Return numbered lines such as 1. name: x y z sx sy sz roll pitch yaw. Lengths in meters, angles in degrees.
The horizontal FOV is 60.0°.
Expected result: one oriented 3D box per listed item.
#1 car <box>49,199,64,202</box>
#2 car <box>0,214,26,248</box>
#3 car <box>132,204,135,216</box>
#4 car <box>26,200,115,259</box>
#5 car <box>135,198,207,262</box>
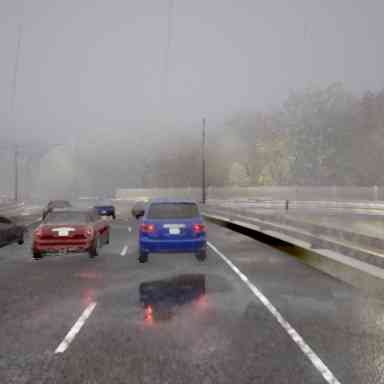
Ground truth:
1. car: -10.955 1.399 27.713 2.097 1.767 4.553 0 0 -15
2. car: -7.947 1.559 12.834 1.812 1.442 4.674 0 0 -8
3. car: -4.308 1.590 29.932 1.994 1.385 4.181 0 0 -15
4. car: -4.449 1.371 12.964 2.097 1.767 4.553 0 0 -7
5. car: -0.825 1.231 12.429 2.150 2.045 5.566 0 0 -7
